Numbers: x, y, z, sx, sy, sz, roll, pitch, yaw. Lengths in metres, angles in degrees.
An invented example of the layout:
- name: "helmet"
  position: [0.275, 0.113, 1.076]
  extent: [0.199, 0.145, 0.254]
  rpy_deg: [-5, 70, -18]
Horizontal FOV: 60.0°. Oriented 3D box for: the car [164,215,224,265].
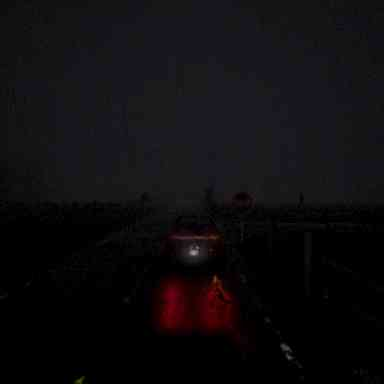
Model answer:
- name: "car"
  position: [0.108, 1.578, 12.092]
  extent: [2.128, 1.511, 4.902]
  rpy_deg: [0, 0, 1]
